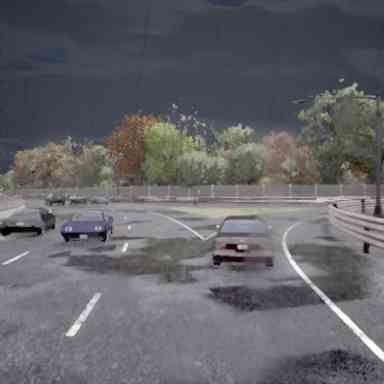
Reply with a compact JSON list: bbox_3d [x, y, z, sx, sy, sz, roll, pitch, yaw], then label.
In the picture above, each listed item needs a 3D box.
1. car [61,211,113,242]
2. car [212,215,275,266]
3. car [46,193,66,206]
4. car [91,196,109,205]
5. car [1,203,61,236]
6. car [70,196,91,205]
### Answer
[{"bbox_3d":[-4.886,1.571,16.158,1.895,1.301,4.718,0,0,-9],"label":"car"},{"bbox_3d":[1.770,1.509,11.381,2.033,1.411,5.357,0,0,9],"label":"car"},{"bbox_3d":[-21.824,1.142,53.198,2.150,2.045,5.566,0,0,-33],"label":"car"},{"bbox_3d":[-15.787,1.439,56.747,2.033,1.411,5.357,0,0,-33],"label":"car"},{"bbox_3d":[-8.871,1.540,18.475,1.994,1.385,4.181,0,0,-10],"label":"car"},{"bbox_3d":[-18.797,1.383,54.960,1.882,1.535,5.008,0,0,-33],"label":"car"}]
